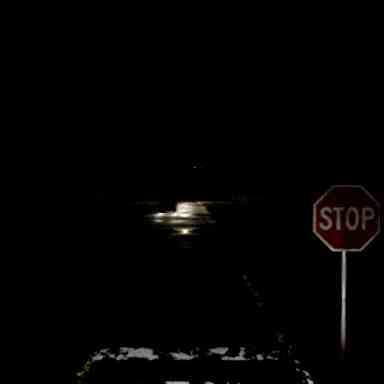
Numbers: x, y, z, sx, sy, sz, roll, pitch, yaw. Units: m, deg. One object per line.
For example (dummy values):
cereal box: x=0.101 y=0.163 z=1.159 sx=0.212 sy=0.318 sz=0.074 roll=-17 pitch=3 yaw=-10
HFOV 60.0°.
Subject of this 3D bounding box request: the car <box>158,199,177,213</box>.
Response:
car: x=-2.691 y=1.508 z=37.471 sx=1.882 sy=1.535 sz=5.008 roll=0 pitch=0 yaw=0
